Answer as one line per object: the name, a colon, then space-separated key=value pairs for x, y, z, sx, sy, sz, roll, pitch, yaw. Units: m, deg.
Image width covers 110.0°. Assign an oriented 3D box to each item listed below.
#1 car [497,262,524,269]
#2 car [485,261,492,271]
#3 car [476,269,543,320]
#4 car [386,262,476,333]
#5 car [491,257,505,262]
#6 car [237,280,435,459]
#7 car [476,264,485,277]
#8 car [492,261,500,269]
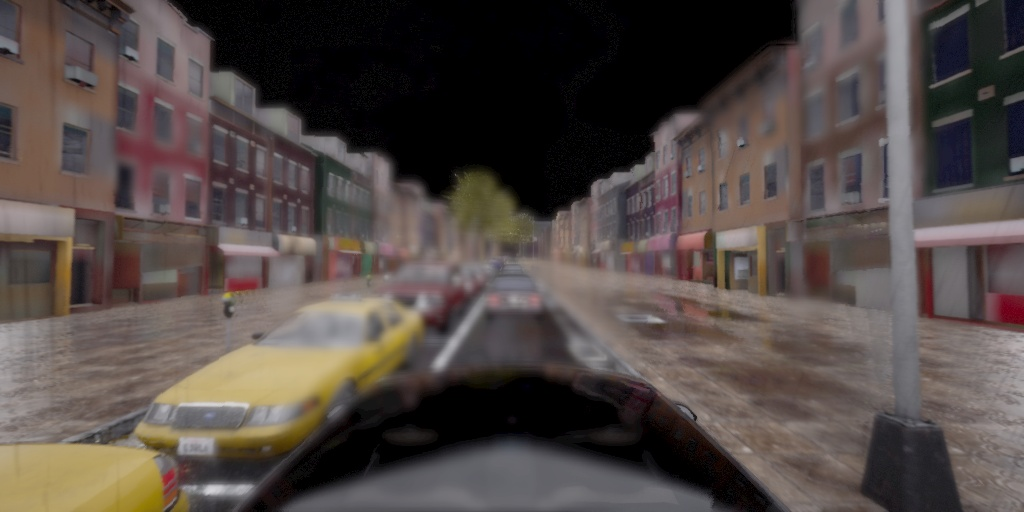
car: x=0.191 y=1.401 z=27.769 sx=2.033 sy=1.411 sz=5.357 roll=0 pitch=0 yaw=1
car: x=-2.523 y=1.279 z=22.191 sx=1.967 sy=1.591 sz=4.097 roll=0 pitch=0 yaw=0
car: x=0.101 y=1.353 z=12.805 sx=2.033 sy=1.411 sz=5.357 roll=0 pitch=0 yaw=1
car: x=-2.589 y=1.112 z=11.117 sx=2.192 sy=1.841 sz=5.009 roll=0 pitch=0 yaw=0
car: x=-2.443 y=1.332 z=54.093 sx=1.882 sy=1.535 sz=5.008 roll=0 pitch=0 yaw=0
car: x=-2.624 y=1.295 z=5.411 sx=1.751 sy=1.417 sz=4.829 roll=0 pitch=0 yaw=0
car: x=-2.556 y=1.260 z=16.654 sx=1.967 sy=1.591 sz=4.097 roll=0 pitch=0 yaw=0
car: x=-2.456 y=1.412 z=33.265 sx=2.007 sy=1.370 sz=4.403 roll=0 pitch=0 yaw=0
